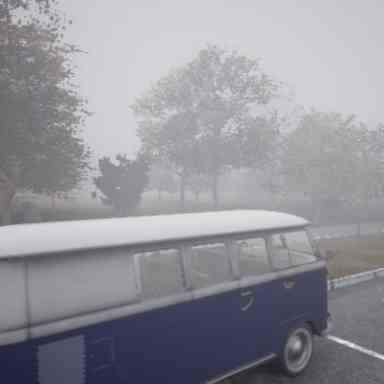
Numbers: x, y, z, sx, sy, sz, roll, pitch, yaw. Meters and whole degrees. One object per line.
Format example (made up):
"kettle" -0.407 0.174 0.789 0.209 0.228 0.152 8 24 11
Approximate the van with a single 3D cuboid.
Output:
"van" -0.094 1.266 4.012 4.442 1.987 1.878 -1 0 -35
